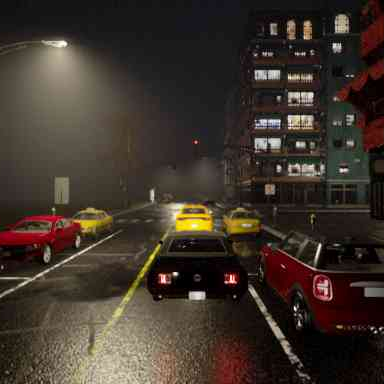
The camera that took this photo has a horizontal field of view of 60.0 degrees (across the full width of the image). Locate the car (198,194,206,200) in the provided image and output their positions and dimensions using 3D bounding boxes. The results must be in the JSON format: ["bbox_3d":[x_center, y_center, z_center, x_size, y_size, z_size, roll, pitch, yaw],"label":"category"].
[{"bbox_3d":[2.569,1.593,61.564,1.802,1.307,4.206,1,0,0],"label":"car"}]

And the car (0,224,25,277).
[{"bbox_3d":[-5.307,1.552,6.228,2.008,1.369,4.403,1,0,0],"label":"car"}]

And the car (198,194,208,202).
[{"bbox_3d":[2.571,1.330,78.547,2.192,1.841,5.009,1,0,0],"label":"car"}]

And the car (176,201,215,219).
[{"bbox_3d":[0.101,1.480,18.397,1.882,1.535,5.008,0,0,0],"label":"car"}]

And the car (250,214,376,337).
[{"bbox_3d":[2.575,1.441,6.638,1.967,1.590,4.097,1,0,0],"label":"car"}]

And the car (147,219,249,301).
[{"bbox_3d":[0.100,1.602,8.280,1.895,1.301,4.718,0,0,0],"label":"car"}]

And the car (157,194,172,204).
[{"bbox_3d":[-5.310,1.451,61.087,1.967,1.590,4.097,1,0,0],"label":"car"}]

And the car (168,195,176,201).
[{"bbox_3d":[-5.313,1.600,89.358,1.802,1.307,4.206,1,0,0],"label":"car"}]

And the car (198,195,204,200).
[{"bbox_3d":[2.567,1.545,95.701,1.752,1.417,4.829,1,0,0],"label":"car"}]

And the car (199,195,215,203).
[{"bbox_3d":[2.570,1.560,50.242,2.008,1.369,4.403,1,0,0],"label":"car"}]

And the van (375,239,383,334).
[{"bbox_3d":[2.576,1.341,1.093,1.690,1.788,3.998,1,0,0],"label":"van"}]

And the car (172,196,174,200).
[{"bbox_3d":[-5.308,1.327,66.741,2.192,1.841,5.009,1,0,0],"label":"car"}]

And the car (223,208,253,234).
[{"bbox_3d":[2.573,1.528,17.898,1.752,1.417,4.829,1,0,0],"label":"car"}]

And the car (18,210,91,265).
[{"bbox_3d":[-5.307,1.546,11.764,1.887,1.381,4.507,1,0,0],"label":"car"}]

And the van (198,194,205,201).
[{"bbox_3d":[2.570,1.360,89.869,1.690,1.788,3.998,1,0,0],"label":"van"}]

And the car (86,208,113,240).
[{"bbox_3d":[-5.307,1.528,17.130,1.752,1.417,4.829,1,0,0],"label":"car"}]

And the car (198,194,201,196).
[{"bbox_3d":[2.568,1.580,72.886,1.947,1.339,4.313,1,0,0],"label":"car"}]
